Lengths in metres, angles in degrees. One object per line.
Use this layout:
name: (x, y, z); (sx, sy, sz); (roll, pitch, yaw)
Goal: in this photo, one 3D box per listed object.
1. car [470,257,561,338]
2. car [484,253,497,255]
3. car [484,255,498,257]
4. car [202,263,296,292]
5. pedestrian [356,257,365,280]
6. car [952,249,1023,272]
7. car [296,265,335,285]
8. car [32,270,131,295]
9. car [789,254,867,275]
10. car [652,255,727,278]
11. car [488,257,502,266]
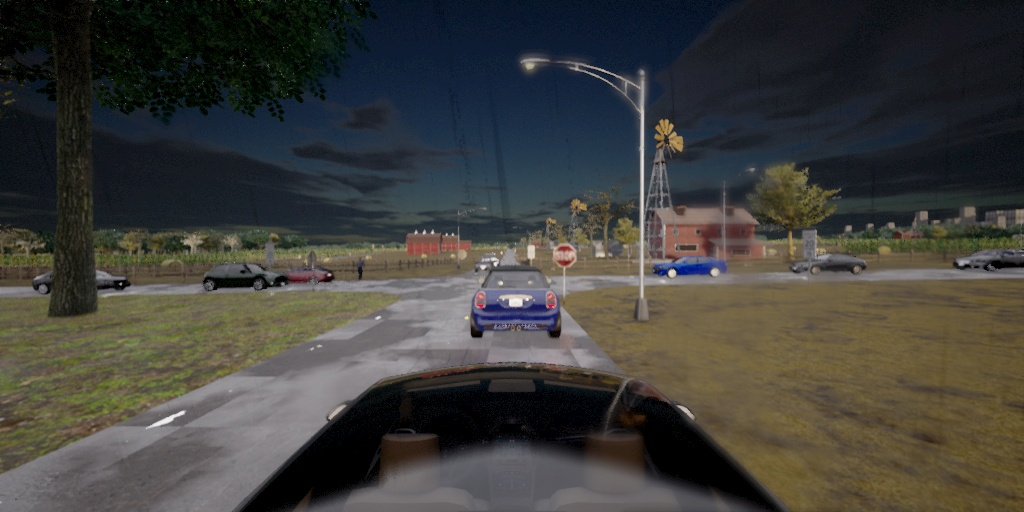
car: (0.084, 1.025, 10.045); (2.097, 1.767, 4.553); (0, 1, 0)
car: (-2.907, 0.650, 48.612); (2.150, 2.045, 5.566); (0, 0, 0)
car: (-2.902, 0.959, 38.389); (2.128, 1.511, 4.902); (0, 0, 0)
car: (-16.864, 1.235, 22.881); (4.553, 1.767, 2.097); (-1, 2, 0)
pedestrian: (-12.199, 0.957, 28.832); (0.375, 1.860, 0.375); (0, 3, 0)
car: (34.626, 0.290, 25.621); (4.902, 1.511, 2.128); (-1, 2, 0)
car: (-14.983, 1.340, 25.591); (4.181, 1.385, 1.994); (-1, 2, 3)
car: (-27.442, 1.583, 22.923); (4.892, 1.490, 1.837); (-1, 2, 0)
car: (22.601, 0.568, 25.681); (4.674, 1.442, 1.812); (-1, 2, 0)
car: (12.617, 0.721, 25.660); (5.008, 1.535, 1.882); (-1, 2, -1)
car: (-2.871, 0.966, 60.754); (2.033, 1.411, 5.357); (0, 0, 0)
